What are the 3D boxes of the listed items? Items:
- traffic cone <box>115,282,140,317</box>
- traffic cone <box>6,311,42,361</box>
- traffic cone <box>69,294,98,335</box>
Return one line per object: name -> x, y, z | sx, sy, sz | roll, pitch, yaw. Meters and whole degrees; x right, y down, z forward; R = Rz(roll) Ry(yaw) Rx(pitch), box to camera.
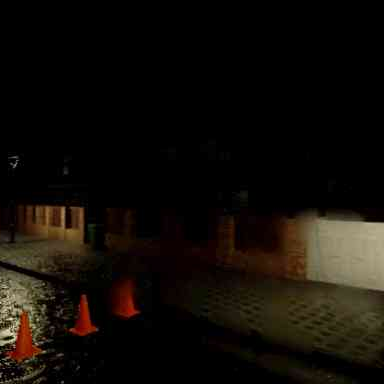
traffic cone -> -1.237, 2.014, 6.361 | 0.340, 0.580, 0.340 | 0, -1, 35
traffic cone -> -2.383, 1.995, 4.721 | 0.340, 0.580, 0.340 | 0, -1, 35
traffic cone -> -1.810, 2.005, 5.541 | 0.340, 0.580, 0.340 | 0, -1, 35
